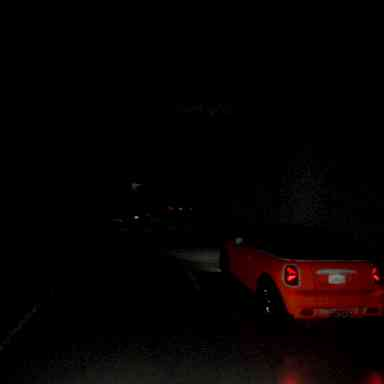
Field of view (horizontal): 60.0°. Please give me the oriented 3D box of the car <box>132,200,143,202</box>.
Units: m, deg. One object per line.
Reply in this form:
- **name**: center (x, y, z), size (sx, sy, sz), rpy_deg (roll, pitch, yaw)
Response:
- **car**: center (-6.710, 1.702, 41.062), size (1.812, 1.442, 4.674), rpy_deg (2, 0, -9)

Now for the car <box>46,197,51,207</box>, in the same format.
- **car**: center (-17.834, 1.368, 43.419), size (2.033, 1.411, 5.357), rpy_deg (2, -1, -8)

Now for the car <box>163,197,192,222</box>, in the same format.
- **car**: center (-1.334, 1.469, 29.602), size (2.150, 2.045, 5.566), rpy_deg (2, -1, -9)

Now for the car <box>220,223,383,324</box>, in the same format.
- **car**: center (2.122, 1.502, 7.741), size (2.097, 1.767, 4.553), rpy_deg (2, -1, -9)

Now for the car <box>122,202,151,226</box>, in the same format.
- **car**: center (-4.031, 1.667, 24.191), size (1.994, 1.385, 4.181), rpy_deg (2, -1, -9)
